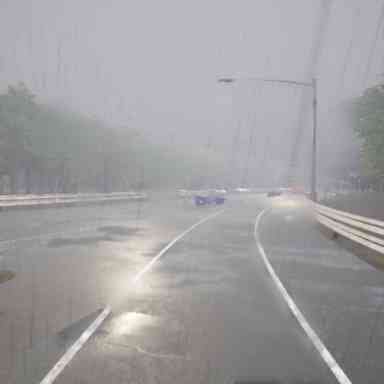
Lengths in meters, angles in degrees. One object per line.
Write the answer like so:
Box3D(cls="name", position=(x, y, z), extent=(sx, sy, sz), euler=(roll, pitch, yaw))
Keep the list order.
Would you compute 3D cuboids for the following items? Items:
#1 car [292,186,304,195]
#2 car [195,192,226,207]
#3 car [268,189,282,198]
Box3D(cls="car", position=(26.633, -0.418, 83.434), extent=(2.150, 2.045, 5.566), euler=(1, 1, 28))
Box3D(cls="car", position=(2.086, 0.789, 36.247), extent=(1.882, 1.535, 5.008), euler=(1, 2, 27))
Box3D(cls="car", position=(15.507, 0.252, 62.117), extent=(1.837, 1.490, 4.892), euler=(1, 1, 27))
